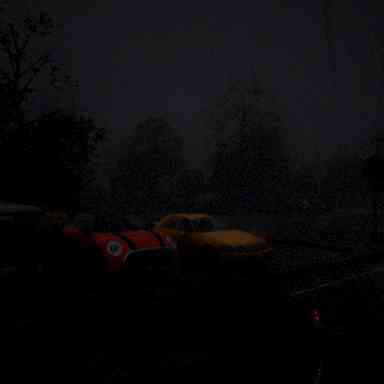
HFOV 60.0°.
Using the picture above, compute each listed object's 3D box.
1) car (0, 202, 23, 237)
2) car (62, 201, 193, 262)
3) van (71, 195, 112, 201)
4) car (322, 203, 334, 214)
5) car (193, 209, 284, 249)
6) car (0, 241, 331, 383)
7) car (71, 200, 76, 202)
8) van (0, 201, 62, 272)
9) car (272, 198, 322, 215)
[{"bbox_3d":[-11.065,1.447,18.683,1.946,1.575,5.366,-1,0,-36],"label":"car"},{"bbox_3d":[-2.259,1.305,9.720,2.185,1.767,4.553,0,0,-36],"label":"car"},{"bbox_3d":[-6.467,1.184,21.632,1.878,1.987,4.442,0,0,-36],"label":"van"},{"bbox_3d":[12.882,1.405,35.776,2.185,1.767,4.553,1,0,-36],"label":"car"},{"bbox_3d":[0.233,1.409,11.254,1.946,1.575,5.366,0,0,-36],"label":"car"},{"bbox_3d":[-0.514,1.546,3.317,4.181,1.385,1.994,-1,0,-36],"label":"car"},{"bbox_3d":[-8.908,1.424,20.241,1.946,1.575,5.366,0,0,-36],"label":"car"},{"bbox_3d":[-4.771,1.236,8.010,1.878,1.987,4.442,-1,0,-36],"label":"van"},{"bbox_3d":[10.338,1.537,33.881,2.002,1.452,4.674,1,0,-36],"label":"car"}]
